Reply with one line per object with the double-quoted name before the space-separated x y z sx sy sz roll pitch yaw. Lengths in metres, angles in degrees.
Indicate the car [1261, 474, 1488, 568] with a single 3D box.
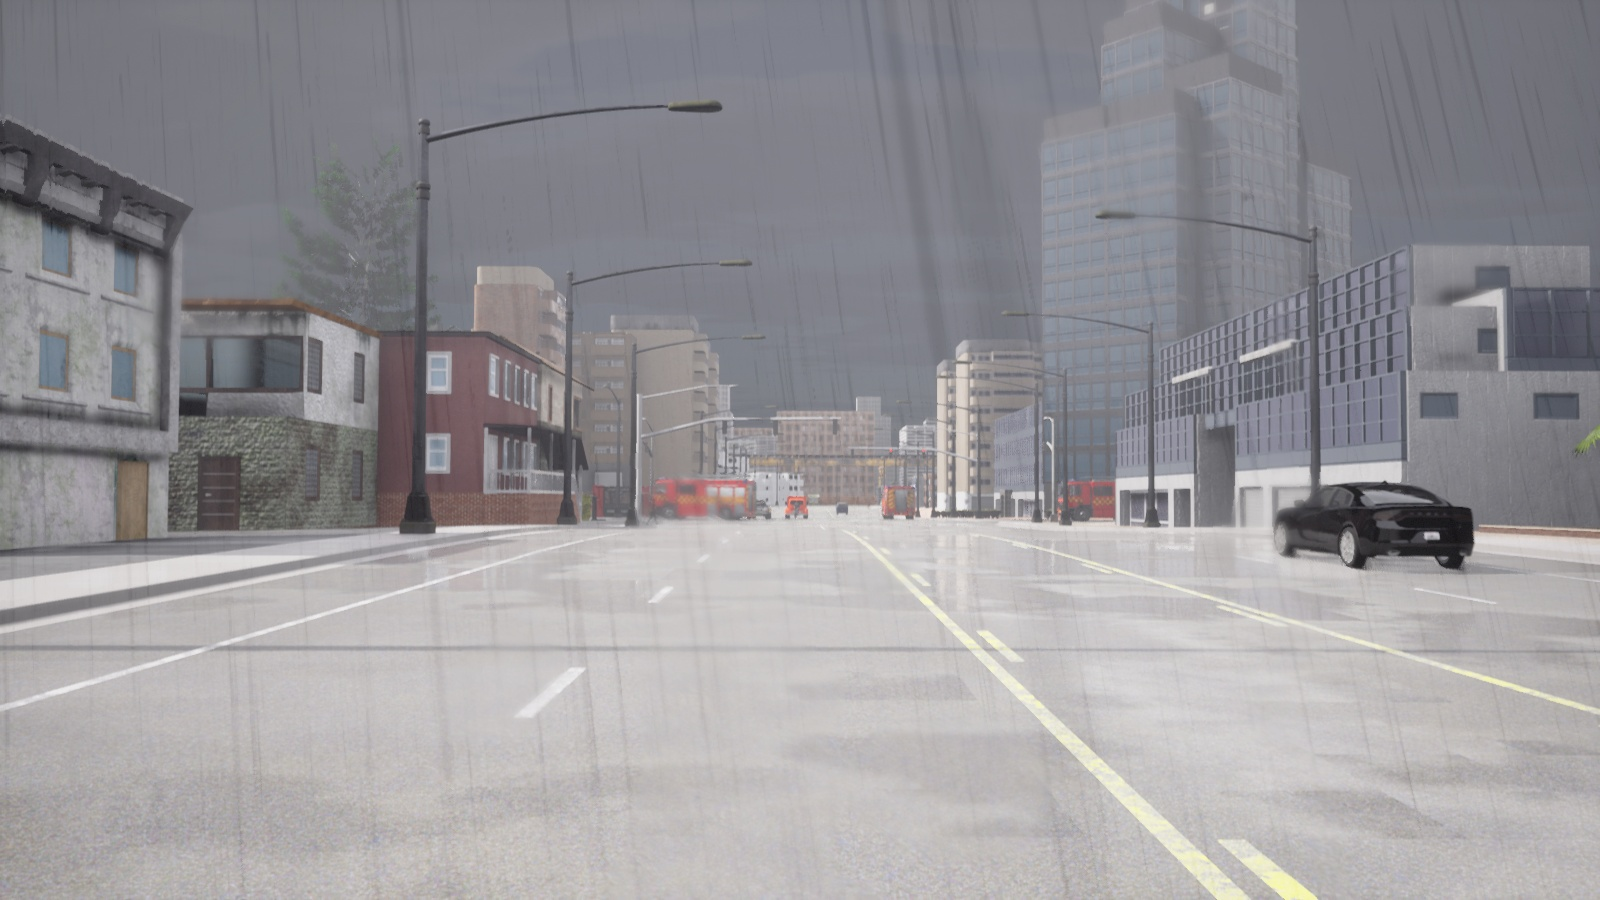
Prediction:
"car" 10.445 1.232 23.323 1.882 1.535 5.008 0 -1 0
